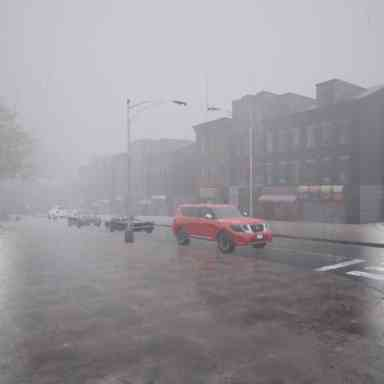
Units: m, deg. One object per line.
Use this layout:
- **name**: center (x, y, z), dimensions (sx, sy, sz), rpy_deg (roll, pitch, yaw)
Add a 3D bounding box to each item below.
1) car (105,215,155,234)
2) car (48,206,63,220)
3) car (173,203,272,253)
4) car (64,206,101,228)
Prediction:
- **car**: center (-4.532, 2.290, 23.854), dimensions (1.895, 1.301, 4.718), rpy_deg (0, -2, -36)
- **car**: center (-20.634, 3.198, 51.508), dimensions (2.150, 2.045, 5.566), rpy_deg (0, -2, -35)
- **car**: center (1.182, 1.565, 15.849), dimensions (2.150, 2.045, 5.566), rpy_deg (0, -2, -35)
- **car**: center (-10.464, 2.440, 32.182), dimensions (2.097, 1.767, 4.553), rpy_deg (0, -2, -35)
